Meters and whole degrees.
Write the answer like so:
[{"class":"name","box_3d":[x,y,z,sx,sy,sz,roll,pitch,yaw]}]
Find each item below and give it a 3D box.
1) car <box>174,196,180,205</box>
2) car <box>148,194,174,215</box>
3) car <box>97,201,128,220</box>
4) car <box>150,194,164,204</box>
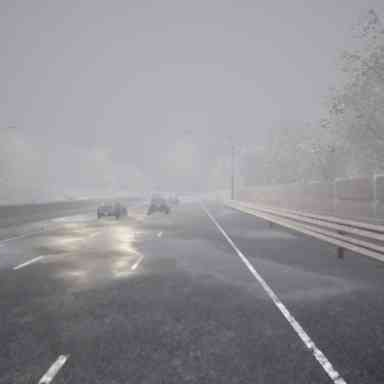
[{"class":"car","box_3d":[-3.340,1.489,61.721,2.097,1.767,4.553,0,0,0]},{"class":"car","box_3d":[-3.368,1.416,35.403,2.097,1.767,4.553,0,0,0]},{"class":"car","box_3d":[-6.874,1.546,29.031,2.128,1.511,4.902,0,0,0]},{"class":"car","box_3d":[-6.834,1.376,66.135,2.150,2.045,5.566,0,0,0]}]
